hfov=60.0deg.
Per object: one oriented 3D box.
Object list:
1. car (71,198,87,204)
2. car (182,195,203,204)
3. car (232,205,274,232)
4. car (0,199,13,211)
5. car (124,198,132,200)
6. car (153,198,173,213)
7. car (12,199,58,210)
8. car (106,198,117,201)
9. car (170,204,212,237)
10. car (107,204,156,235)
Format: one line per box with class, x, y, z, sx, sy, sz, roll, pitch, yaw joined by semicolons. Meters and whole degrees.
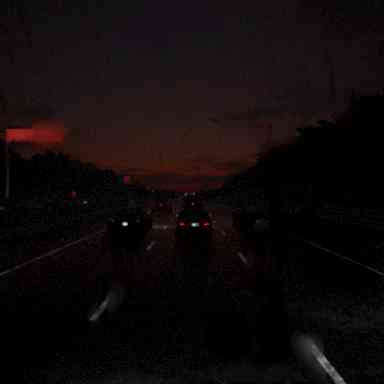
car;-21.013;1.904;62.183;1.837;1.490;4.892;0;0;0
car;0.095;1.357;38.212;2.150;2.045;5.566;0;0;0
car;3.598;1.515;20.274;1.882;1.535;5.008;0;0;0
car;-17.600;1.434;31.230;2.097;1.767;4.553;0;0;0
car;-14.010;2.049;72.464;2.128;1.511;4.902;0;-1;0
car;-3.405;1.492;38.775;2.097;1.767;4.553;0;-1;0
car;-14.100;1.572;30.908;2.128;1.511;4.902;0;0;0
car;-17.510;2.049;72.463;2.128;1.511;4.902;0;-1;0
car;0.098;1.580;18.052;2.033;1.411;5.357;0;0;0
car;-3.401;1.598;18.884;1.994;1.385;4.181;0;0;0
